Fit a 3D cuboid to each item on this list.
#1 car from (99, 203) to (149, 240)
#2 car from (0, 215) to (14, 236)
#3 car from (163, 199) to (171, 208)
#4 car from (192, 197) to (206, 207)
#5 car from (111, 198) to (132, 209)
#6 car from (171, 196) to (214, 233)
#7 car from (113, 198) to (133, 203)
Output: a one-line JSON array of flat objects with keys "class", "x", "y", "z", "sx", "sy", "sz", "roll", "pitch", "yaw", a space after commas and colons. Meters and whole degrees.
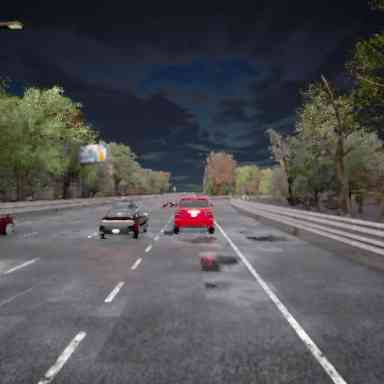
[{"class": "car", "x": -3.393, "y": 1.535, "z": 17.225, "sx": 2.128, "sy": 1.511, "sz": 4.902, "roll": 0, "pitch": 0, "yaw": 0}, {"class": "car", "x": -10.392, "y": 1.517, "z": 15.691, "sx": 1.882, "sy": 1.535, "sz": 5.008, "roll": 0, "pitch": 0, "yaw": 0}, {"class": "car", "x": -3.380, "y": 1.729, "z": 52.051, "sx": 1.895, "sy": 1.301, "sz": 4.718, "roll": 0, "pitch": 0, "yaw": 0}, {"class": "car", "x": 1.187, "y": 1.609, "z": 54.205, "sx": 1.882, "sy": 1.535, "sz": 5.008, "roll": 0, "pitch": 0, "yaw": 5}, {"class": "car", "x": -10.382, "y": 1.614, "z": 49.407, "sx": 2.128, "sy": 1.511, "sz": 4.902, "roll": 0, "pitch": 0, "yaw": 0}, {"class": "car", "x": 0.109, "y": 1.272, "z": 20.009, "sx": 2.150, "sy": 2.045, "sz": 5.566, "roll": 0, "pitch": 0, "yaw": 0}, {"class": "car", "x": -6.887, "y": 1.634, "z": 34.735, "sx": 2.033, "sy": 1.411, "sz": 5.357, "roll": 0, "pitch": 0, "yaw": 0}]
